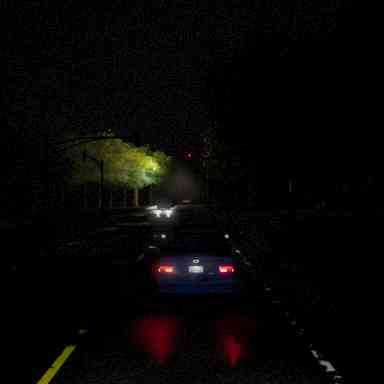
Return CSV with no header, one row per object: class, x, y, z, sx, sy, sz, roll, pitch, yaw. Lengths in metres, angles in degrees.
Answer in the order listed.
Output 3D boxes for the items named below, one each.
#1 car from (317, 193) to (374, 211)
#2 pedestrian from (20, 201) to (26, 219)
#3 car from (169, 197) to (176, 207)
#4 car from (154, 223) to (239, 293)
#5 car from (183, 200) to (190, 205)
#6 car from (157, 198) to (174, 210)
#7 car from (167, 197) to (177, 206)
car,14.114,0.896,30.735,4.892,1.490,1.837,-2,-1,5
pedestrian,-18.100,1.914,35.640,0.375,1.860,0.375,0,1,2
car,-4.370,1.905,58.908,2.097,1.767,4.553,0,-1,-1
car,0.087,1.549,8.974,2.033,1.411,5.357,0,0,0
car,-1.526,2.955,90.978,1.895,1.301,4.718,0,-2,-1
car,-4.182,1.995,49.804,1.895,1.301,4.718,0,-1,-1
car,-4.761,2.219,79.318,2.150,2.045,5.566,0,-1,-1
